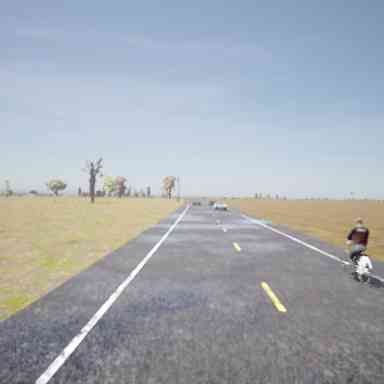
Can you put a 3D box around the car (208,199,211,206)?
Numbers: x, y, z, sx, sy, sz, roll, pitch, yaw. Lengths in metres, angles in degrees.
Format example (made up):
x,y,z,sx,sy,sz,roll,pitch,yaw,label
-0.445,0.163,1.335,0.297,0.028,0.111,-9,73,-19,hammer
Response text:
x,y,z,sx,sy,sz,roll,pitch,yaw,label
4.534,2.362,72.687,2.128,1.511,4.902,2,-1,0,car

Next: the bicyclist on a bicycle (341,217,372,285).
x,y,z,sx,sy,sz,roll,pitch,yaw,label
4.609,1.586,9.422,0.659,1.776,1.843,2,0,1,bicyclist on a bicycle

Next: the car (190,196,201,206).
x,y,z,sx,sy,sz,roll,pitch,yaw,label
1.033,2.266,71.825,2.033,1.411,5.357,2,-1,0,car

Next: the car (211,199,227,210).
x,y,z,sx,sy,sz,roll,pitch,yaw,label
4.508,2.237,53.623,1.895,1.301,4.718,2,-1,1,car
